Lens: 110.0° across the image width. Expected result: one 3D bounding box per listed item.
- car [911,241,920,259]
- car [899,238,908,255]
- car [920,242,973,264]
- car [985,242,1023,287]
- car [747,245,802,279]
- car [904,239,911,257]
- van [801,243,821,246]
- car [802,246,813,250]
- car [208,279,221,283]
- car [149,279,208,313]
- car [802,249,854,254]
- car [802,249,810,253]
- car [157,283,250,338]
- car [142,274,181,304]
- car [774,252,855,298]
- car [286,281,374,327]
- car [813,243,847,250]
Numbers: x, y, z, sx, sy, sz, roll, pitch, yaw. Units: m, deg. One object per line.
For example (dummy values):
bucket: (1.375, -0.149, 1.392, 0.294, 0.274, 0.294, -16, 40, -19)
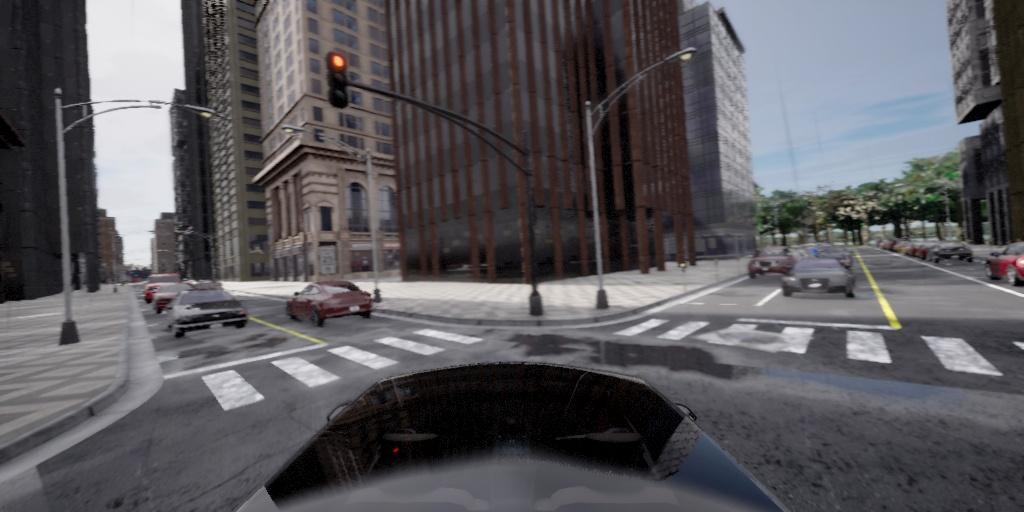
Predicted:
car: (33.825, -0.447, 28.669, 1.888, 1.381, 4.507, 0, 0, 43)
car: (41.385, -0.823, 36.713, 1.751, 1.417, 4.829, 0, 0, 43)
car: (30.103, -0.263, 24.708, 2.007, 1.370, 4.403, 0, 0, 43)
car: (18.938, 0.165, 12.828, 1.967, 1.591, 4.097, 0, 0, 43)
car: (16.469, 0.361, 22.628, 2.192, 1.841, 5.009, 0, 0, 43)
car: (37.547, -0.625, 32.629, 1.888, 1.381, 4.507, 0, 0, 43)
van: (35.078, -0.507, 42.430, 1.690, 1.789, 3.998, 0, 0, 43)
car: (27.518, 0.034, 34.385, 1.751, 1.417, 4.829, 0, 0, 43)
car: (-28.678, 2.866, 33.828, 5.357, 1.411, 2.033, -3, 0, 43)
car: (-18.788, 2.241, 20.149, 5.008, 1.535, 1.882, -3, 0, 43)
car: (18.758, 0.472, 21.205, 1.895, 1.301, 4.718, -5, -1, 44)
car: (23.913, 0.270, 30.549, 1.802, 1.307, 4.207, 0, 0, 43)
car: (-11.201, 1.900, 13.028, 5.357, 1.411, 2.033, -3, 0, 43)
car: (-26.456, 2.405, 27.344, 5.566, 2.045, 2.150, -3, 0, 43)
car: (11.911, 0.766, 13.930, 1.994, 1.385, 4.181, -5, -1, 44)
car: (-6.838, 1.652, 13.349, 4.674, 1.442, 1.812, -3, 0, 43)
car: (25.911, 0.017, 28.718, 2.128, 1.511, 4.902, -5, -1, 43)
